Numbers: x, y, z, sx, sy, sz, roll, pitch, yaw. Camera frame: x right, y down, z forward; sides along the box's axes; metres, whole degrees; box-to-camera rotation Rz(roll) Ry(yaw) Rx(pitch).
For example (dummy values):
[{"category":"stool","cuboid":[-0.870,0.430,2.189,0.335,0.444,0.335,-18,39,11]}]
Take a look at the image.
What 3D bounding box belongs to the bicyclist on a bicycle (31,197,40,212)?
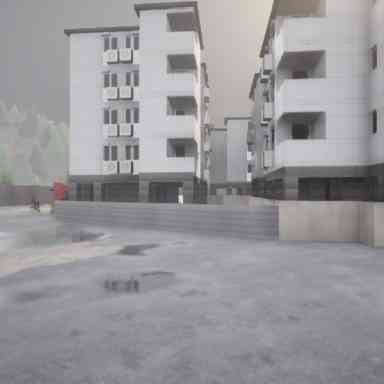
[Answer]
[{"category":"bicyclist on a bicycle","cuboid":[-17.145,1.347,36.348,1.656,1.620,0.582,0,0,35]}]
